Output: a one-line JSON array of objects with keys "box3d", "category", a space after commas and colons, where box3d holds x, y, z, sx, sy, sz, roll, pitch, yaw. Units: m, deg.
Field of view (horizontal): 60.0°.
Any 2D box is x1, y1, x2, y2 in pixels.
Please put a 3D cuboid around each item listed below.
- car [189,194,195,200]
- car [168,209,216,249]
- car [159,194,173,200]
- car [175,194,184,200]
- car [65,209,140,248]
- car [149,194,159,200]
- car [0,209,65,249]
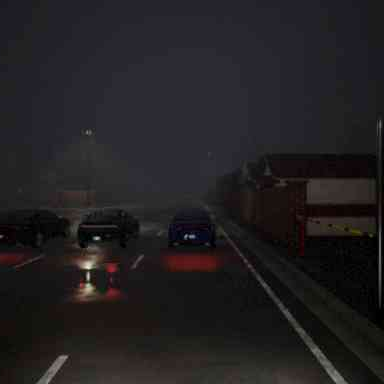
[{"box3d": [0.000, 1.407, 89.842, 2.128, 1.511, 4.902, 0, 0, 0], "category": "car"}, {"box3d": [0.000, 1.482, 14.650, 1.882, 1.535, 5.008, 0, 0, 0], "category": "car"}, {"box3d": [-7.000, 1.382, 89.842, 1.837, 1.490, 4.892, 0, 0, 0], "category": "car"}, {"box3d": [-3.500, 1.406, 89.842, 1.812, 1.442, 4.674, 0, 0, 0], "category": "car"}, {"box3d": [-3.500, 1.492, 14.650, 2.128, 1.511, 4.902, 0, 0, 0], "category": "car"}, {"box3d": [-10.500, 1.423, 90.257, 1.812, 1.442, 4.674, 0, 0, 0], "category": "car"}, {"box3d": [-7.000, 1.482, 14.650, 1.882, 1.535, 5.008, 0, 0, 0], "category": "car"}]
